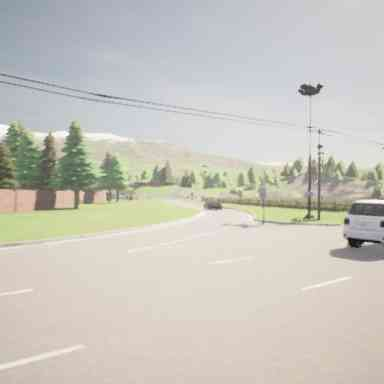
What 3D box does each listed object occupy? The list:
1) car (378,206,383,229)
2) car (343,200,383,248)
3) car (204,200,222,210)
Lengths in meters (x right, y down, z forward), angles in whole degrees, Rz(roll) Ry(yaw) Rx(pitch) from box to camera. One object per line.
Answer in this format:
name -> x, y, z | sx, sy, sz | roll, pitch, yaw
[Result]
car -> 15.334, 1.745, 23.283 | 4.902, 1.511, 2.128 | 1, 0, -36
car -> 8.743, 1.371, 14.283 | 5.566, 2.045, 2.150 | 1, 0, -36
car -> 3.046, 1.878, 49.681 | 1.994, 1.385, 4.181 | 1, 0, -10
